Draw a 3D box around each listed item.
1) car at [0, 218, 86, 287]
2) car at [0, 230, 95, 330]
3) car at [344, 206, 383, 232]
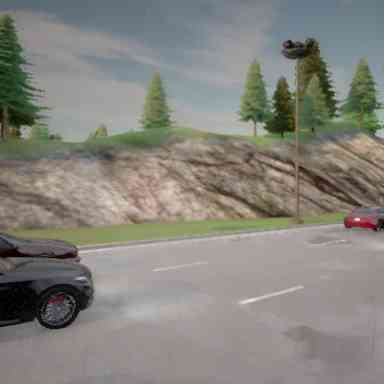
[{"bbox_3d":[-5.664,1.546,8.304,5.357,1.411,2.033,0,0,-36],"label":"car"},{"bbox_3d":[-3.940,1.525,5.232,4.674,1.442,1.812,0,0,-36],"label":"car"},{"bbox_3d":[11.265,1.582,20.609,4.181,1.385,1.994,0,0,-36],"label":"car"}]
